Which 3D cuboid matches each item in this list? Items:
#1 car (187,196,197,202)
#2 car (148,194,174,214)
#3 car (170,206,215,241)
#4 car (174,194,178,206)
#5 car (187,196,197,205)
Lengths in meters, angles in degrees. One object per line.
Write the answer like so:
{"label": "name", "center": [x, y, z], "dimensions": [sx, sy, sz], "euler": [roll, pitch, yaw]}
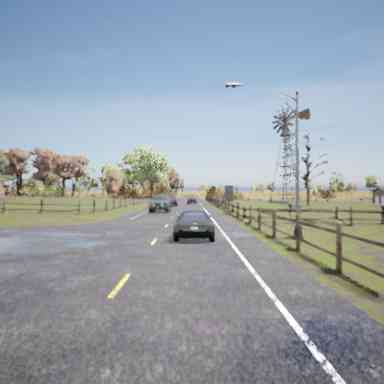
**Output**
{"label": "car", "center": [0.002, 1.576, 74.598], "dimensions": [1.994, 1.385, 4.181], "euler": [0, 0, 0]}
{"label": "car", "center": [-3.595, 1.324, 37.845], "dimensions": [2.150, 2.045, 5.566], "euler": [0, -1, 0]}
{"label": "car", "center": [0.099, 1.610, 17.000], "dimensions": [1.994, 1.385, 4.181], "euler": [0, 0, 0]}
{"label": "car", "center": [-3.549, 1.368, 55.973], "dimensions": [2.150, 2.045, 5.566], "euler": [0, 0, 1]}
{"label": "car", "center": [0.001, 1.671, 64.176], "dimensions": [1.837, 1.490, 4.892], "euler": [0, 0, 0]}
